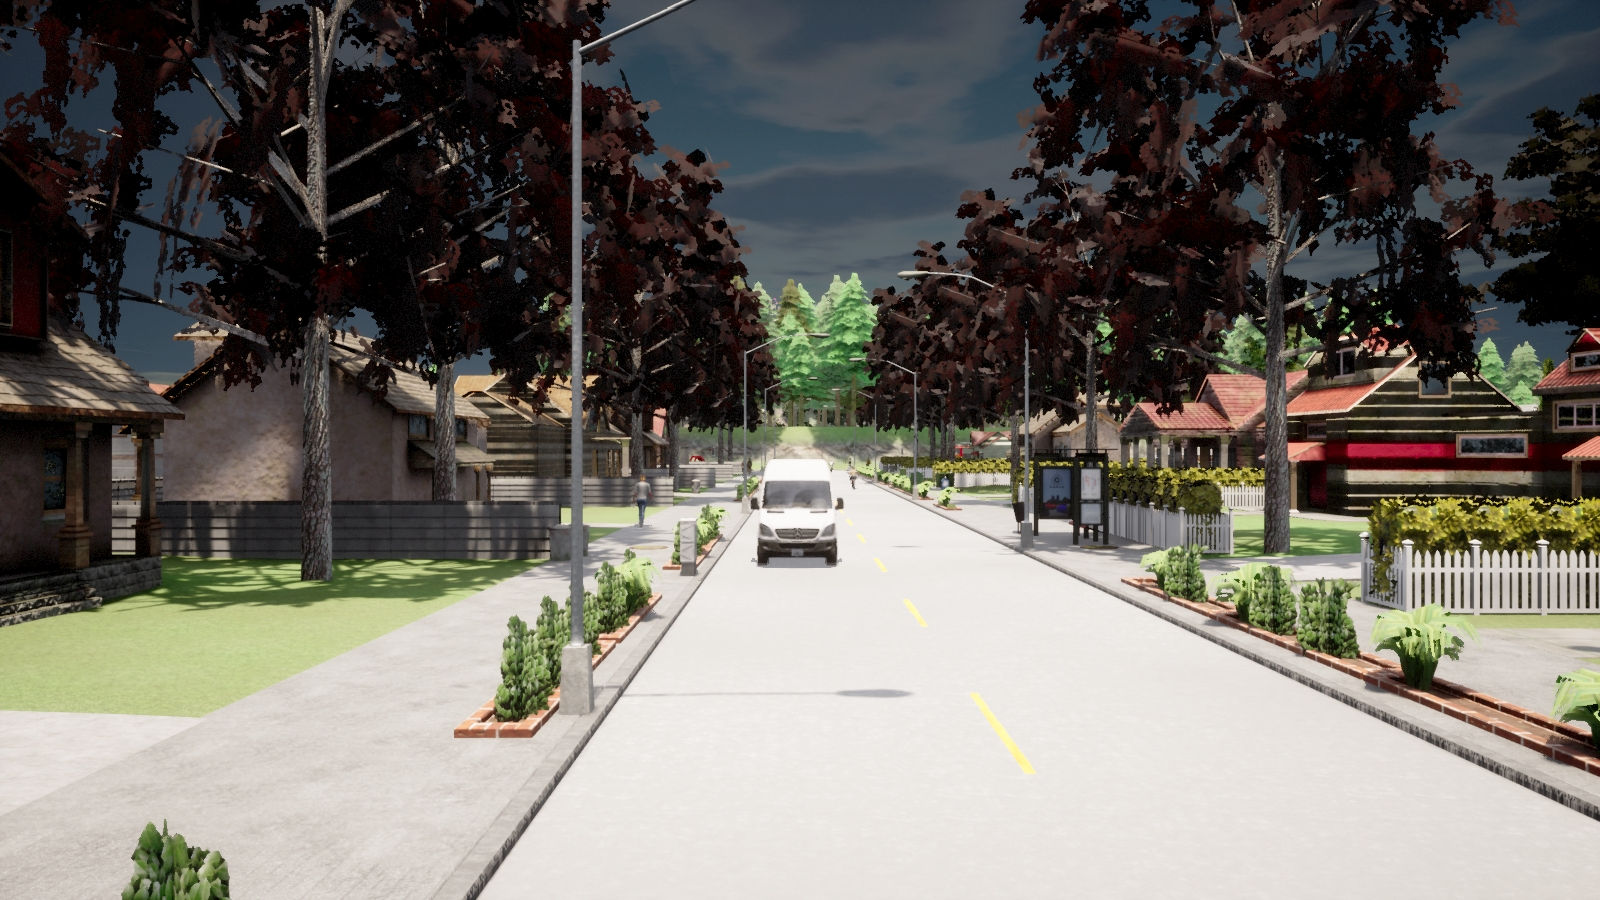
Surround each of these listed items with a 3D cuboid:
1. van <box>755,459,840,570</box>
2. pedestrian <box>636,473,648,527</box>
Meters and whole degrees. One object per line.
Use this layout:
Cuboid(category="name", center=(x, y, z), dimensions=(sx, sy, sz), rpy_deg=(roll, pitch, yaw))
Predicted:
Cuboid(category="van", center=(-0.062, 1.534, 29.700), dimensions=(1.988, 2.561, 5.915), rpy_deg=(0, 0, 0))
Cuboid(category="pedestrian", center=(-5.548, 1.743, 40.059), dimensions=(0.375, 1.860, 0.375), rpy_deg=(0, 0, 0))
